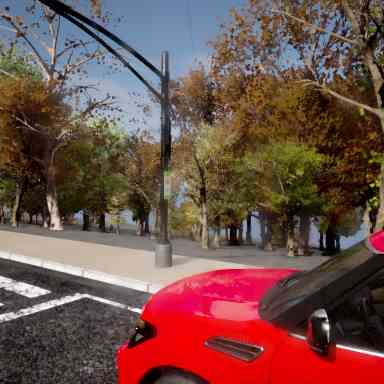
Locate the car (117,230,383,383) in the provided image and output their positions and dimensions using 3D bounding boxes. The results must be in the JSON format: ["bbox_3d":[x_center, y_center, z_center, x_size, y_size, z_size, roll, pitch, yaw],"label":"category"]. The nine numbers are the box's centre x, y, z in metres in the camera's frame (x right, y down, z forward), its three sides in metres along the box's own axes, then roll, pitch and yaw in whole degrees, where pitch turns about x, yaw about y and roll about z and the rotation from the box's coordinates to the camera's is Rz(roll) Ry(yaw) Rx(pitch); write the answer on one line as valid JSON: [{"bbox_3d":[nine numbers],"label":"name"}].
[{"bbox_3d":[1.997,1.222,2.289,5.566,2.045,2.150,0,0,34],"label":"car"}]
